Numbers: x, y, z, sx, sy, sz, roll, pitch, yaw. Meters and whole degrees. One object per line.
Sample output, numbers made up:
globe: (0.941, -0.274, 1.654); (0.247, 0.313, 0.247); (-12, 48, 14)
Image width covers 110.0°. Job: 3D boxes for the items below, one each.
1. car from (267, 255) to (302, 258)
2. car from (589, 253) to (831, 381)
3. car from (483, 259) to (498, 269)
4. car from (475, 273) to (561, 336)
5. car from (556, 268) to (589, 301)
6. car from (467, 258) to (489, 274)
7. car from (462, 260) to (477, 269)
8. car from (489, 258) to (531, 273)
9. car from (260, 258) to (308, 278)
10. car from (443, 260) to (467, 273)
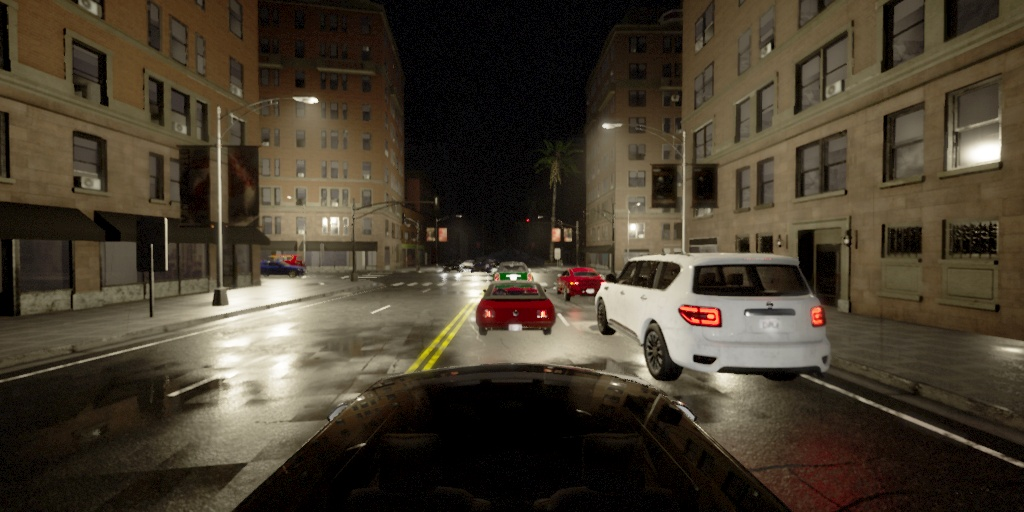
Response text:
car: (-23.970, 0.823, 36.701); (5.009, 1.841, 2.192); (0, 0, -9)
car: (3.328, 0.968, 7.324); (2.150, 2.045, 5.566); (0, 0, 0)
car: (-3.457, 1.214, 57.754); (2.128, 1.511, 4.902); (0, 0, 0)
car: (0.081, 1.346, 10.410); (1.895, 1.301, 4.718); (0, 0, 0)
car: (3.218, 1.268, 17.011); (1.812, 1.442, 4.674); (0, 0, 0)
car: (-3.416, 1.040, 40.124); (2.097, 1.767, 4.553); (1, 0, 0)
car: (-6.706, 1.324, 56.771); (1.895, 1.301, 4.718); (0, 0, 0)
car: (-0.003, 1.093, 19.402); (2.097, 1.767, 4.553); (0, 0, -2)
car: (-20.517, 1.137, 31.386); (4.674, 1.442, 1.812); (0, 1, -9)
car: (-6.682, 1.162, 41.101); (1.837, 1.490, 4.892); (0, -1, 0)
